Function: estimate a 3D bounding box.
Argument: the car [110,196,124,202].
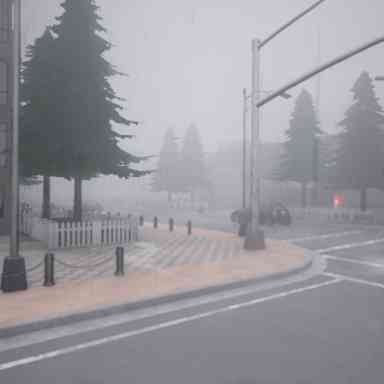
[{"bbox_3d":[-19.049,1.716,84.187,1.970,1.475,3.806,1,0,-37],"label":"car"}]

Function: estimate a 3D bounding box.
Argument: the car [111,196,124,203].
[{"bbox_3d":[-17.008,1.678,76.455,1.845,1.501,3.633,1,0,-37],"label":"car"}]

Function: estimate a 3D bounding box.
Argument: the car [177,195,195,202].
[{"bbox_3d":[-2.018,1.576,87.443,1.932,1.855,4.605,1,0,-37],"label":"car"}]

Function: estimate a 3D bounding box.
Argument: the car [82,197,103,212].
[{"bbox_3d":[-12.860,1.675,42.134,1.812,1.442,4.674,1,-1,-37],"label":"car"}]

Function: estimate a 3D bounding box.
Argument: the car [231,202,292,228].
[{"bbox_3d":[4.971,1.511,24.465,2.097,1.767,4.553,1,0,-37],"label":"car"}]

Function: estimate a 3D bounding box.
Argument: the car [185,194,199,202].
[{"bbox_3d":[0.067,1.583,89.508,1.905,1.878,3.866,1,0,-37],"label":"car"}]
